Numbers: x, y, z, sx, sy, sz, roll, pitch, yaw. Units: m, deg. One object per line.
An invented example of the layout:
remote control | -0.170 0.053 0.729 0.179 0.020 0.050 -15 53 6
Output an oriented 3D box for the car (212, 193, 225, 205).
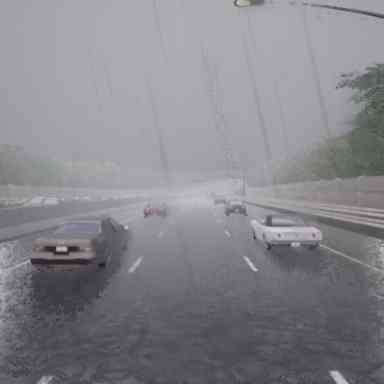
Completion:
car | 4.974 1.355 58.217 2.097 1.767 4.553 0 0 3

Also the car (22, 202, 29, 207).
car | -16.985 1.442 36.992 1.812 1.442 4.674 0 0 2

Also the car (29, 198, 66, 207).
car | -13.621 1.449 32.549 1.812 1.442 4.674 0 0 2

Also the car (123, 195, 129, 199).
car | -14.907 1.472 78.061 1.812 1.442 4.674 0 0 4

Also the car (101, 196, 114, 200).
car | -18.708 1.545 73.481 2.128 1.511 4.902 0 0 3

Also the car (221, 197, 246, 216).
car | 4.058 1.474 31.746 1.812 1.442 4.674 0 0 2

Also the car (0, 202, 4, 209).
car | -20.619 1.392 32.748 1.882 1.535 5.008 0 0 2

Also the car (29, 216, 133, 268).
car | -3.337 1.511 11.086 2.033 1.411 5.357 0 0 1

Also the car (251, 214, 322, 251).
car | 3.698 1.563 13.973 1.895 1.301 4.718 0 0 1

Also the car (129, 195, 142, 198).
car | -11.723 1.580 73.029 2.033 1.411 5.357 0 0 3

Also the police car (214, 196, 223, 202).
police car | 6.271 1.657 80.002 2.038 1.542 4.974 0 0 4

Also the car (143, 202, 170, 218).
car | -3.009 1.540 29.476 1.895 1.301 4.718 0 0 1
